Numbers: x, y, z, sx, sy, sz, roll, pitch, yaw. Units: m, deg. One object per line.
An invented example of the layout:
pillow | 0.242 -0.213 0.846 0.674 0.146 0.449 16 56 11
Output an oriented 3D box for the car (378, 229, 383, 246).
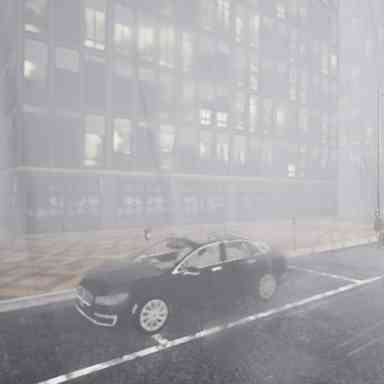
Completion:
car | 9.099 1.418 13.038 4.829 1.417 1.752 -1 1 -35

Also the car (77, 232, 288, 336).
car | 0.028 1.524 6.567 4.403 1.369 2.008 0 1 -35
